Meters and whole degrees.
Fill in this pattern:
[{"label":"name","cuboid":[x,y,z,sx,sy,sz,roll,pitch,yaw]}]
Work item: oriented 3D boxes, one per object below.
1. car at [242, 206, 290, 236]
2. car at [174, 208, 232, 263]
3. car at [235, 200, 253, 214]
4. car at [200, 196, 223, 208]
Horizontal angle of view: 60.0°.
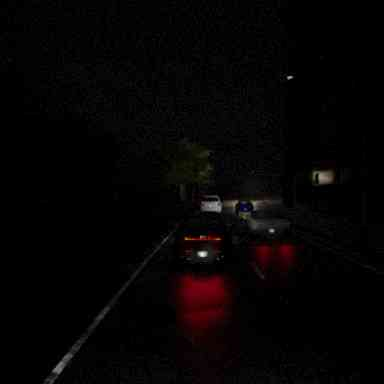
[{"label":"car","cuboid":[4.268,1.713,19.377,1.895,1.301,4.718,0,0,4]},{"label":"car","cuboid":[0.407,1.582,12.270,1.837,1.490,4.892,0,0,2]},{"label":"car","cuboid":[5.872,1.646,37.382,1.882,1.535,5.008,0,0,7]},{"label":"car","cuboid":[2.096,1.380,35.174,2.150,2.045,5.566,0,0,6]}]
